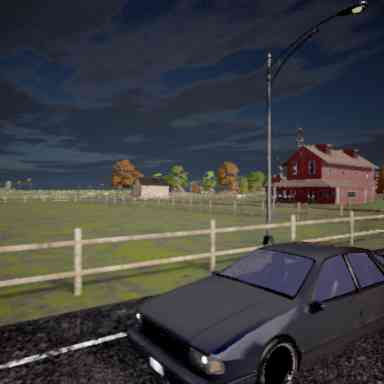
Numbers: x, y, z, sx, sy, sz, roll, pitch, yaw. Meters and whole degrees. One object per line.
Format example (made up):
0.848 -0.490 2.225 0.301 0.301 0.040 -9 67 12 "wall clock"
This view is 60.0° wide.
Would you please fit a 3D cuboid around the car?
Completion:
1.768 1.548 5.256 5.357 1.411 2.033 0 0 -36 "car"
